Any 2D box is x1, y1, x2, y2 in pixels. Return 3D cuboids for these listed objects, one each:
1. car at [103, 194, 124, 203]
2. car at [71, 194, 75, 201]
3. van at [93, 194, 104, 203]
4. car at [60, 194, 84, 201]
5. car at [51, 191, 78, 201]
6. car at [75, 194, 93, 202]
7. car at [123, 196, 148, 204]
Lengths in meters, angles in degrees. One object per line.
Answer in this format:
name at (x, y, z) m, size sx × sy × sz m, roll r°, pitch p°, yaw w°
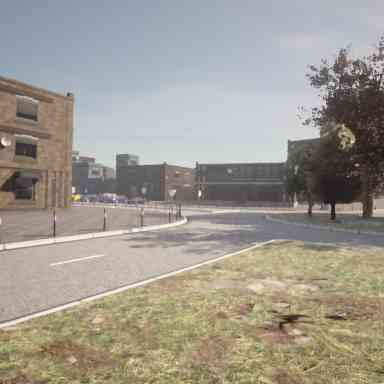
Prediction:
car at (-15.391, 1.495, 68.910) m, size 2.185 × 1.767 × 4.553 m, roll 1°, pitch -1°, yaw 31°
car at (-25.056, 1.372, 74.665) m, size 2.097 × 1.535 × 5.008 m, roll 2°, pitch 0°, yaw 31°
van at (-17.957, 1.335, 70.280) m, size 1.878 × 1.987 × 4.442 m, roll 1°, pitch -1°, yaw 31°
car at (-27.326, 1.311, 76.040) m, size 2.231 × 1.521 × 4.892 m, roll 2°, pitch 0°, yaw 31°
car at (-29.687, 0.994, 77.491) m, size 2.435 × 2.045 × 5.566 m, roll 2°, pitch 0°, yaw 31°
car at (-22.544, 1.316, 73.203) m, size 2.185 × 1.767 × 4.553 m, roll 2°, pitch 0°, yaw 31°
car at (-10.767, 1.746, 66.061) m, size 2.163 × 1.488 × 4.792 m, roll 1°, pitch -1°, yaw 31°
